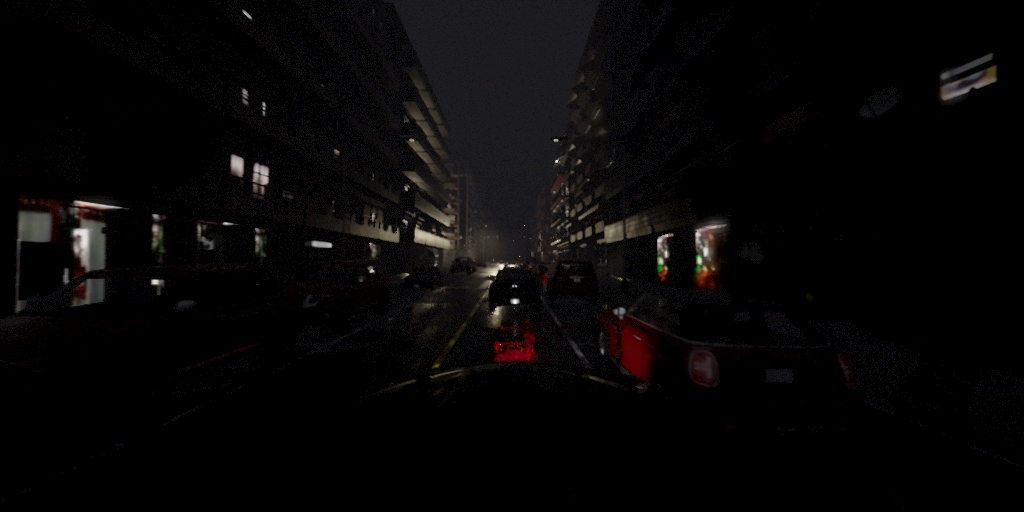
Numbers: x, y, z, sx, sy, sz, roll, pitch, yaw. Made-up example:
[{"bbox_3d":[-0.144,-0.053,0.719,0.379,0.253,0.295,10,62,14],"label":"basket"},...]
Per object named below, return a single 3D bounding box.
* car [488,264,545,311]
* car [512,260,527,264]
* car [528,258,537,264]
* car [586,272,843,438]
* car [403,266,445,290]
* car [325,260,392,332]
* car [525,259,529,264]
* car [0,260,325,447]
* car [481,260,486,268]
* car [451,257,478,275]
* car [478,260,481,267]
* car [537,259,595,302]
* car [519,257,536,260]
[{"bbox_3d":[0.102,1.236,14.273,1.837,1.490,4.892,0,0,0],"label":"car"},{"bbox_3d":[0.106,1.319,32.052,1.895,1.301,4.718,0,0,0],"label":"car"},{"bbox_3d":[2.538,1.159,27.541,1.967,1.591,4.097,0,0,0],"label":"car"},{"bbox_3d":[2.577,1.184,5.417,1.967,1.591,4.097,0,0,0],"label":"car"},{"bbox_3d":[-5.310,1.289,22.071,1.948,1.339,4.313,0,0,0],"label":"car"},{"bbox_3d":[-5.312,1.050,11.008,2.192,1.841,5.009,0,0,0],"label":"car"},{"bbox_3d":[2.540,1.300,38.603,1.802,1.307,4.207,0,0,0],"label":"car"},{"bbox_3d":[-5.313,1.059,5.478,2.192,1.841,5.009,0,0,0],"label":"car"},{"bbox_3d":[-5.305,1.323,60.784,1.802,1.307,4.207,0,0,0],"label":"car"},{"bbox_3d":[-5.308,1.033,38.659,2.192,1.841,5.009,0,0,0],"label":"car"},{"bbox_3d":[-5.307,1.266,44.191,1.888,1.381,4.507,0,0,0],"label":"car"},{"bbox_3d":[2.537,1.042,16.478,2.192,1.841,5.009,0,0,0],"label":"car"},{"bbox_3d":[2.542,1.040,49.665,2.192,1.841,5.009,0,0,0],"label":"car"}]
